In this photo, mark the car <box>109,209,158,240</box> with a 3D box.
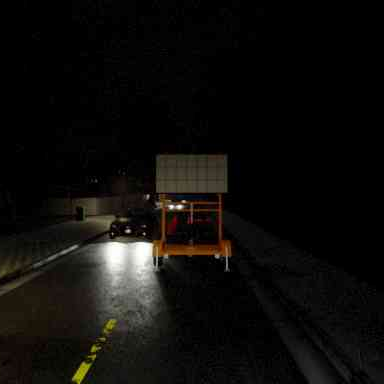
[{"bbox_3d":[-2.860,1.565,16.920,1.994,1.385,4.181,0,0,0],"label":"car"}]

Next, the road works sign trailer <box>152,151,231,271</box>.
[{"bbox_3d":[-0.005,0.464,10.853,2.380,3.560,2.880,0,0,0],"label":"road works sign trailer"}]

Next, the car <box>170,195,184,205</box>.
[{"bbox_3d":[-2.858,1.625,59.111,1.895,1.301,4.718,0,0,0],"label":"car"}]
